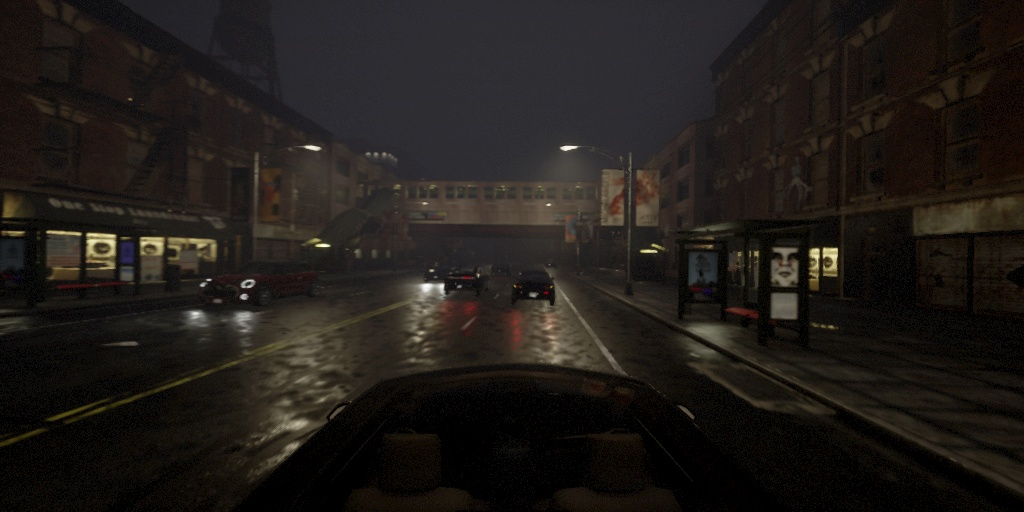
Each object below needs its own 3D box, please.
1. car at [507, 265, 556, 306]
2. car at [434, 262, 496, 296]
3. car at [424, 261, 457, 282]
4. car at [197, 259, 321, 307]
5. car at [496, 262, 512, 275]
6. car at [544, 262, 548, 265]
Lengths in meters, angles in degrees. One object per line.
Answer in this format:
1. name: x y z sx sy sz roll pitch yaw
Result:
1. car: 0.980 1.349 16.372 1.812 1.442 4.674 1 0 4
2. car: -2.330 1.264 19.394 2.128 1.511 4.902 1 0 4
3. car: -5.374 1.348 27.837 1.994 1.385 4.181 1 0 4
4. car: -9.879 0.963 14.463 2.097 1.767 4.553 1 0 4
5. car: -1.065 1.345 38.076 1.882 1.535 5.008 1 0 4
6. car: 2.259 1.521 35.405 1.895 1.301 4.718 1 0 4
